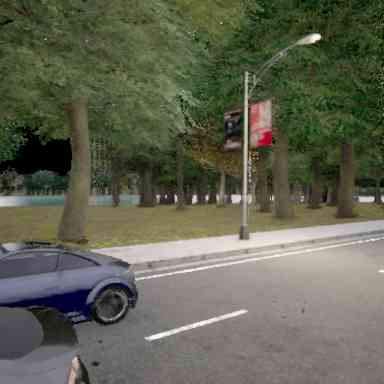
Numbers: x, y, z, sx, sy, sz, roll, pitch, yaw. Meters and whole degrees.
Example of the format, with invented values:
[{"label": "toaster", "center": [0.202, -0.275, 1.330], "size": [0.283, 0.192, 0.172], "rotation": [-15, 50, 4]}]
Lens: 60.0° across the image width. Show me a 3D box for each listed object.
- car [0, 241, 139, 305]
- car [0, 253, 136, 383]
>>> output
[{"label": "car", "center": [-3.017, 1.563, 5.524], "size": [4.181, 1.385, 1.994], "rotation": [0, 0, -35]}, {"label": "car", "center": [-2.987, 1.493, 1.555], "size": [4.902, 1.511, 2.128], "rotation": [0, 0, -35]}]
